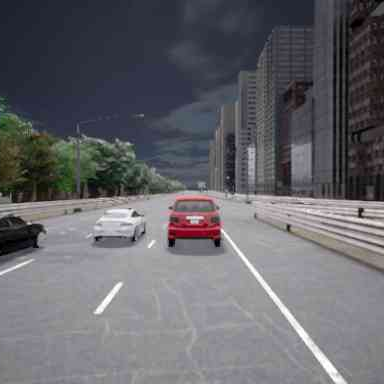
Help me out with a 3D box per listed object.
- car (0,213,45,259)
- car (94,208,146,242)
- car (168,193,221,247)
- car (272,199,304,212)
[{"bbox_3d":[-6.886,1.468,11.510,1.882,1.535,5.008,0,0,0],"label":"car"},{"bbox_3d":[-3.382,1.513,16.143,1.812,1.442,4.674,0,0,0],"label":"car"},{"bbox_3d":[0.103,1.210,15.196,2.150,2.045,5.566,0,0,0],"label":"car"},{"bbox_3d":[10.069,1.514,35.671,2.128,1.511,4.902,0,0,-13],"label":"car"}]
